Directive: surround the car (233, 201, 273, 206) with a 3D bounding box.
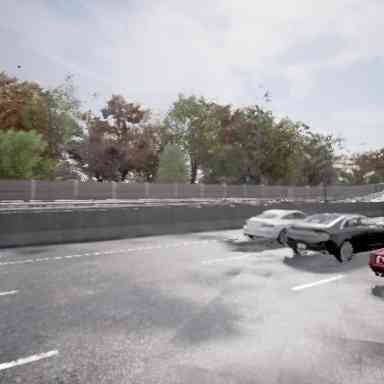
[{"bbox_3d":[6.793,1.598,34.611,4.181,1.385,1.994,0,0,-35],"label":"car"}]

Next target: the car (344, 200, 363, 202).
[{"bbox_3d":[18.760,1.611,38.835,5.357,1.411,2.033,0,0,-35],"label":"car"}]

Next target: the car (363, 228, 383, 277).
[{"bbox_3d":[6.554,1.610,8.423,4.718,1.301,1.895,0,0,-36],"label":"car"}]

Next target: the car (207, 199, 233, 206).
[{"bbox_3d":[4.364,1.633,37.185,4.718,1.301,1.895,0,0,-35],"label":"car"}]

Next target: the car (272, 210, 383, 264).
[{"bbox_3d":[5.444,1.501,11.926,4.902,1.511,2.128,0,0,-36],"label":"car"}]

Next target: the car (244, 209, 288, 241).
[{"bbox_3d":[4.450,1.537,15.524,4.674,1.442,1.812,0,0,-35],"label":"car"}]

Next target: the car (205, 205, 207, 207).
[{"bbox_3d":[3.668,1.601,40.978,4.181,1.385,1.994,0,0,-35],"label":"car"}]
